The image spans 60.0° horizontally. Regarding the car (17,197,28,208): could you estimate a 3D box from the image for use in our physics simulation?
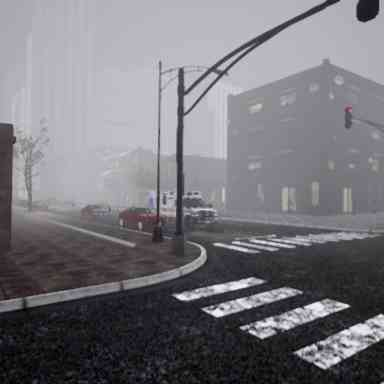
[{"bbox_3d":[-28.671,1.985,58.047,1.887,1.381,4.507,1,-1,-35],"label":"car"}]

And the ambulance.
[{"bbox_3d":[-0.832,1.125,22.628,2.351,2.431,6.366,1,-1,-35],"label":"ambulance"}]

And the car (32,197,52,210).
[{"bbox_3d":[-22.316,1.865,48.781,1.752,1.417,4.829,1,-1,-35],"label":"car"}]

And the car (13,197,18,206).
[{"bbox_3d":[-31.642,2.054,62.347,1.947,1.339,4.313,1,-1,-35],"label":"car"}]

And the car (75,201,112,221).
[{"bbox_3d":[-8.269,1.705,28.383,1.802,1.307,4.206,1,-1,-35],"label":"car"}]

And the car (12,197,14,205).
[{"bbox_3d":[-34.793,2.104,66.895,1.947,1.339,4.313,1,-1,-35],"label":"car"}]

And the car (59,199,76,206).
[{"bbox_3d":[-24.753,2.066,67.118,1.967,1.590,4.097,1,-1,-35],"label":"car"}]

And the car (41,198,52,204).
[{"bbox_3d":[-37.454,2.354,85.449,1.752,1.417,4.829,1,-1,-35],"label":"car"}]

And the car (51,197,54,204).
[{"bbox_3d":[-34.205,2.091,80.764,2.192,1.841,5.009,1,-1,-35],"label":"car"}]

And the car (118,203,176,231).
[{"bbox_3d":[-3.142,1.591,20.985,1.887,1.381,4.507,1,-1,-35],"label":"car"}]

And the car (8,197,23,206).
[{"bbox_3d":[-37.944,1.902,71.446,2.192,1.841,5.009,1,-1,-35],"label":"car"}]

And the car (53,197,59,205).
[{"bbox_3d":[-27.903,2.258,71.665,1.802,1.307,4.206,1,-1,-35],"label":"car"}]
